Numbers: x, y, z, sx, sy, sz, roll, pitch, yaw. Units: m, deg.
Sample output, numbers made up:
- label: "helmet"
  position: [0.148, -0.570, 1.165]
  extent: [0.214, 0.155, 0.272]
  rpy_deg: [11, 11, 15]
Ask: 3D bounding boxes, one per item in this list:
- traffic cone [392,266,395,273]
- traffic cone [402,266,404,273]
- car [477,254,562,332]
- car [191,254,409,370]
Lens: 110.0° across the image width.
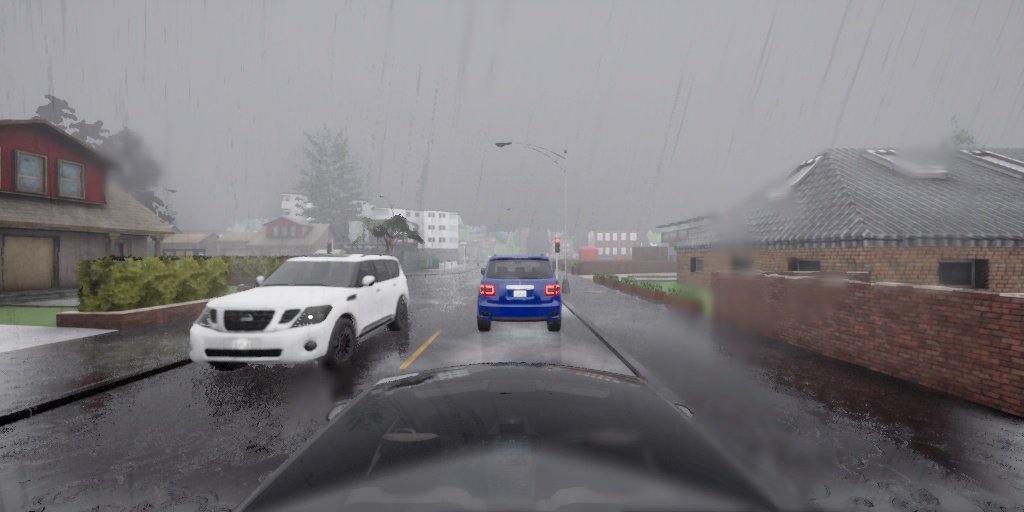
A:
- label: "traffic cone"
  position: [-15.393, 1.561, 45.937]
  extent: [0.344, 0.586, 0.344]
  rpy_deg: [0, 0, 0]
- label: "traffic cone"
  position: [-14.020, 1.582, 47.536]
  extent: [0.344, 0.586, 0.344]
  rpy_deg: [0, 0, 0]
- label: "car"
  position: [0.191, 0.971, 11.049]
  extent: [2.150, 2.045, 5.566]
  rpy_deg: [0, 0, 0]
- label: "car"
  position: [-4.018, 0.974, 8.115]
  extent: [2.150, 2.045, 5.566]
  rpy_deg: [0, 0, 0]
